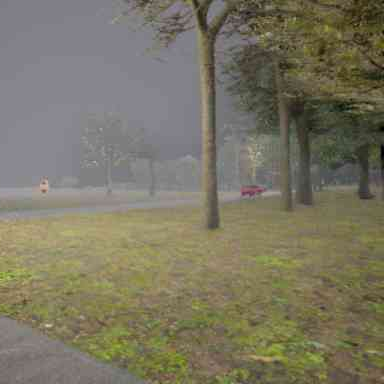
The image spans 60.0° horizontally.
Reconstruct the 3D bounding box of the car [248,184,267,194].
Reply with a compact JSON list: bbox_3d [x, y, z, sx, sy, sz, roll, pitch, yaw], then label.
[{"bbox_3d":[15.122,-0.749,76.044,2.150,2.045,5.566,-2,1,34],"label":"car"}]

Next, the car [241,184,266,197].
[{"bbox_3d":[10.165,-0.289,56.564,2.150,2.045,5.566,-2,1,32],"label":"car"}]
